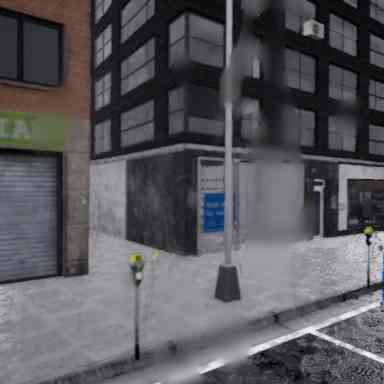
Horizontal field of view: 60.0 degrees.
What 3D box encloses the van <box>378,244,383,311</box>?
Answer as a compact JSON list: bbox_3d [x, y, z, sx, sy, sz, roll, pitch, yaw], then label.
[{"bbox_3d":[4.887,1.316,5.764,3.998,1.788,1.690,0,1,-34],"label":"van"}]
